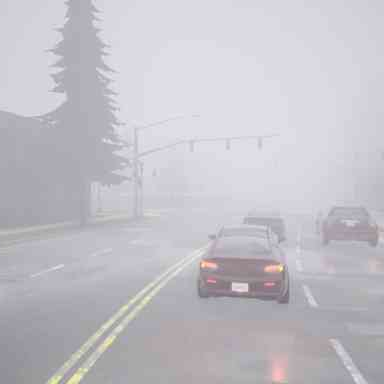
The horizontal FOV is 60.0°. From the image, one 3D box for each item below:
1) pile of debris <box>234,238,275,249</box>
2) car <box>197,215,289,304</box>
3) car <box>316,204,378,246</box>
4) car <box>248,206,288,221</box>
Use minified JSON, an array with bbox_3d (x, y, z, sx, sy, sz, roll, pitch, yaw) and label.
[{"bbox_3d":[2.724,2.174,14.249,1.500,0.140,1.860,0,0,18],"label":"pile of debris"},{"bbox_3d":[1.319,1.525,8.162,1.812,1.442,4.674,0,0,12],"label":"car"},{"bbox_3d":[7.044,1.350,15.501,2.097,1.767,4.553,0,0,17],"label":"car"},{"bbox_3d":[3.821,1.477,17.078,1.882,1.535,5.008,0,0,18],"label":"car"}]
